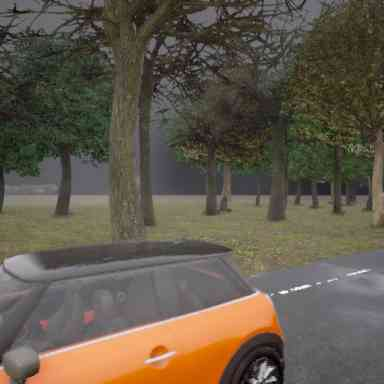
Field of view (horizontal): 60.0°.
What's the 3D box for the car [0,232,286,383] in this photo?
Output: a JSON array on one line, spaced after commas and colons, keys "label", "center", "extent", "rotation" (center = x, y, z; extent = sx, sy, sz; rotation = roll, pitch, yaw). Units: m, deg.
[{"label": "car", "center": [-1.256, 1.352, 3.090], "extent": [4.553, 1.767, 2.097], "rotation": [0, 0, -35]}]
